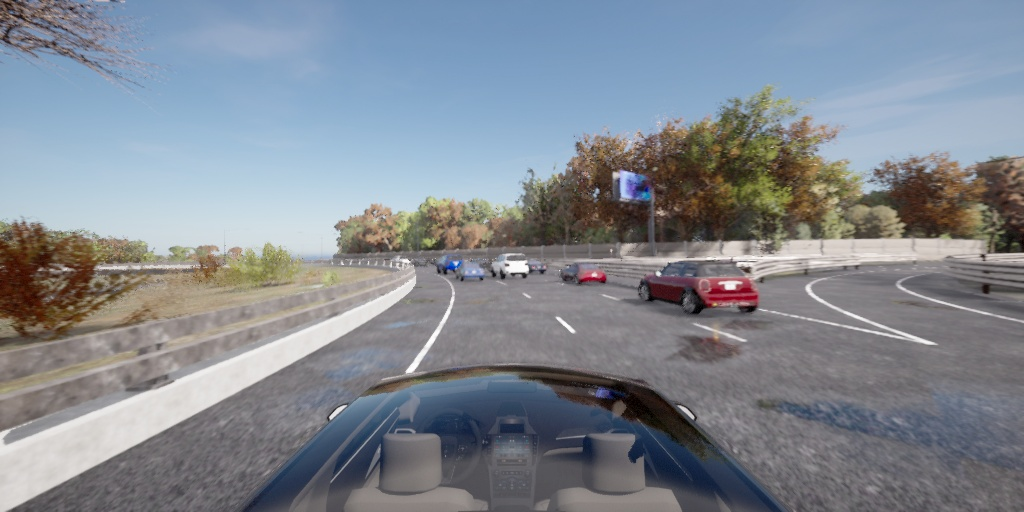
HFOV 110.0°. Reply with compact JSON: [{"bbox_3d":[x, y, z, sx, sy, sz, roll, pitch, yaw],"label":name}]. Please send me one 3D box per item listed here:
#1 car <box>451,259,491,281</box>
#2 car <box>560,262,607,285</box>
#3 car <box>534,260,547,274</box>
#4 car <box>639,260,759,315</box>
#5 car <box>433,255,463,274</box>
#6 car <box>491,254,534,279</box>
[{"bbox_3d":[-3.440,1.216,28.945,2.033,1.411,5.357,-1,0,-15],"label":"car"},{"bbox_3d":[4.690,1.121,24.106,1.994,1.385,4.181,-1,0,-12],"label":"car"},{"bbox_3d":[1.810,1.090,36.478,2.033,1.411,5.357,-1,0,-18],"label":"car"},{"bbox_3d":[6.388,0.937,12.916,2.097,1.767,4.553,-1,0,-5],"label":"car"},{"bbox_3d":[-6.741,0.896,39.240,2.150,2.045,5.566,-1,1,-22],"label":"car"},{"bbox_3d":[-0.273,0.828,30.677,2.150,2.045,5.566,-1,0,-15],"label":"car"}]
